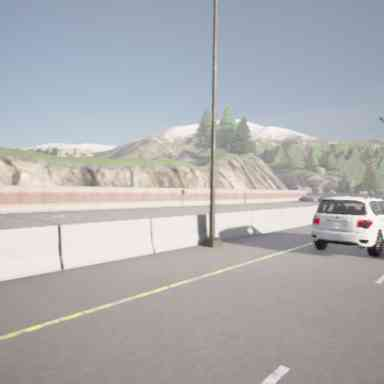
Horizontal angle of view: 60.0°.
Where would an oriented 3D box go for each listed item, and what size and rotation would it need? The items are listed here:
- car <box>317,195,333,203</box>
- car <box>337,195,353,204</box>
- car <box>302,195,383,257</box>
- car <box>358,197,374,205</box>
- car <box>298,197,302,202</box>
[{"bbox_3d":[25.535,1.405,63.858,1.994,1.385,4.181,1,1,35],"label":"car"},{"bbox_3d":[28.486,1.407,62.006,1.837,1.490,4.892,1,1,35],"label":"car"},{"bbox_3d":[6.663,1.200,13.312,2.150,2.045,5.566,1,1,40],"label":"car"},{"bbox_3d":[31.489,1.565,60.188,1.895,1.301,4.718,1,1,35],"label":"car"},{"bbox_3d":[22.465,1.346,65.550,1.994,1.385,4.181,1,1,34],"label":"car"}]
